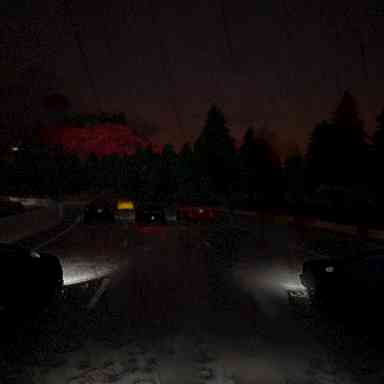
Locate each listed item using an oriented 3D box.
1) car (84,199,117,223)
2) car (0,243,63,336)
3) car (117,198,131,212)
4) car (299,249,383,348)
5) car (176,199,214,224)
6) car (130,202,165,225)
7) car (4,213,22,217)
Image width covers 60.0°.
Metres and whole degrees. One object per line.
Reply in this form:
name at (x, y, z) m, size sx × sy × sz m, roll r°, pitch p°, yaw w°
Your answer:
car at (-7.134, 1.382, 25.743) m, size 2.097 × 1.767 × 4.553 m, roll 0°, pitch 0°, yaw -15°
car at (-3.793, 1.577, 5.814) m, size 1.994 × 1.385 × 4.181 m, roll 0°, pitch 0°, yaw -4°
car at (-8.478, 1.518, 40.329) m, size 1.882 × 1.535 × 5.008 m, roll 0°, pitch 0°, yaw -23°
car at (3.357, 1.541, 4.756) m, size 2.033 × 1.411 × 5.357 m, roll 0°, pitch 0°, yaw -3°
car at (0.147, 1.363, 25.510) m, size 2.097 × 1.767 × 4.553 m, roll 0°, pitch 0°, yaw -13°
car at (-3.124, 1.510, 24.228) m, size 2.128 × 1.511 × 4.902 m, roll 0°, pitch 0°, yaw -13°
car at (-15.209, 1.531, 27.832) m, size 1.882 × 1.535 × 5.008 m, roll 0°, pitch 0°, yaw -18°
